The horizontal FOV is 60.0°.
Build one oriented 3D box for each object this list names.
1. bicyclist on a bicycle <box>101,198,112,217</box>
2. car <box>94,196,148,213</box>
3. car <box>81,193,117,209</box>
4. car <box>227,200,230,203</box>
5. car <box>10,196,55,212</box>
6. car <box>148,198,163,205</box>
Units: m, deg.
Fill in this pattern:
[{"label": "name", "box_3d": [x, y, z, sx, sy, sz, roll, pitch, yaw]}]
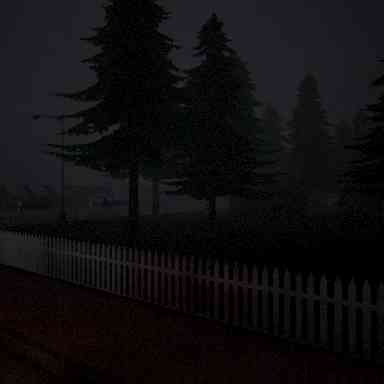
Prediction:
[{"label": "bicyclist on a bicycle", "box_3d": [-7.164, 1.302, 27.830, 1.656, 1.620, 0.582, 0, 0, 34]}, {"label": "car", "box_3d": [-7.244, 1.477, 34.444, 1.882, 1.535, 5.008, 0, 0, 34]}, {"label": "car", "box_3d": [-12.522, 1.222, 45.700, 2.150, 2.045, 5.566, 0, 0, 34]}, {"label": "car", "box_3d": [6.695, 1.223, 54.957, 2.150, 2.045, 5.566, 0, 0, 34]}, {"label": "car", "box_3d": [-18.018, 1.352, 37.625, 2.097, 1.767, 4.553, 0, 0, 34]}, {"label": "car", "box_3d": [-6.785, 1.492, 54.088, 2.128, 1.511, 4.902, 0, 0, 35]}]
